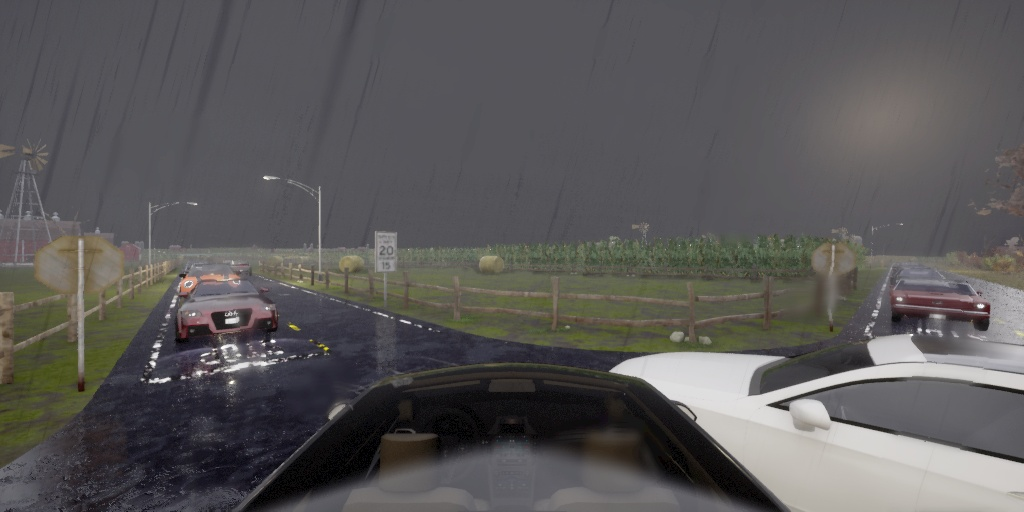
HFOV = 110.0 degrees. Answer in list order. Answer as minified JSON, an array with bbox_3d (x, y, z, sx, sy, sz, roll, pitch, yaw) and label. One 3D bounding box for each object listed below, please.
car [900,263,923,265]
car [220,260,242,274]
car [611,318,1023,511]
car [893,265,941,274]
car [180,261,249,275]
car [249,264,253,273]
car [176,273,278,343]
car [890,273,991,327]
[{"bbox_3d":[27.290,1.403,24.346,4.181,1.385,1.994,0,1,-43],"label":"car"},{"bbox_3d":[-33.809,1.306,43.072,1.837,1.490,4.892,0,0,-42],"label":"car"},{"bbox_3d":[2.833,1.294,2.405,1.812,1.442,4.674,0,1,-44],"label":"car"},{"bbox_3d":[20.551,1.365,18.075,5.357,1.411,2.033,0,1,-43],"label":"car"},{"bbox_3d":[-13.757,1.141,16.435,2.097,1.767,4.553,0,0,-42],"label":"car"},{"bbox_3d":[-27.070,1.284,35.631,2.128,1.511,4.902,0,0,-42],"label":"car"},{"bbox_3d":[-7.965,1.355,9.966,1.994,1.385,4.181,0,0,-43],"label":"car"},{"bbox_3d":[13.490,1.399,11.494,4.718,1.301,1.895,0,1,-43],"label":"car"}]
